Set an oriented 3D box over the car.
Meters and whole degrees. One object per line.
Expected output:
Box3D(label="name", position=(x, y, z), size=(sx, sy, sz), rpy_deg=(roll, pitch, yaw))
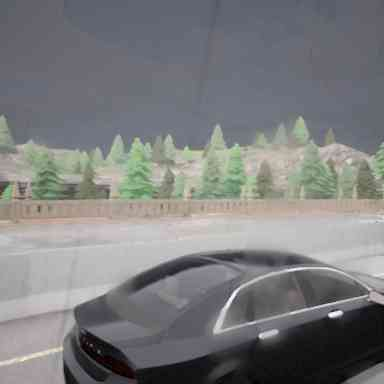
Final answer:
Box3D(label="car", position=(0.996, 1.495, 4.195), size=(4.892, 1.490, 1.837), rpy_deg=(0, 0, -33))
